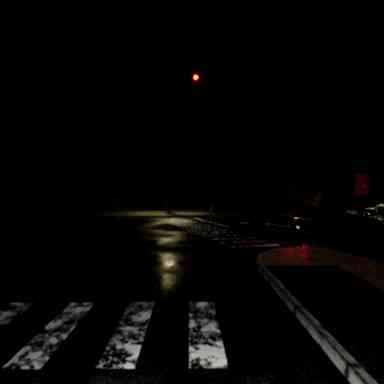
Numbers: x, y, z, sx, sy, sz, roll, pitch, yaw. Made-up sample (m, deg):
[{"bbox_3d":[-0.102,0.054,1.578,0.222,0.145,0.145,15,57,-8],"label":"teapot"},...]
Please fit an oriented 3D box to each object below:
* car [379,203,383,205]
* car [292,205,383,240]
[{"bbox_3d":[18.743,1.653,31.176,5.357,1.411,2.033,1,1,-17],"label":"car"},{"bbox_3d":[7.513,1.547,17.160,4.902,1.511,2.128,1,0,-19],"label":"car"}]
